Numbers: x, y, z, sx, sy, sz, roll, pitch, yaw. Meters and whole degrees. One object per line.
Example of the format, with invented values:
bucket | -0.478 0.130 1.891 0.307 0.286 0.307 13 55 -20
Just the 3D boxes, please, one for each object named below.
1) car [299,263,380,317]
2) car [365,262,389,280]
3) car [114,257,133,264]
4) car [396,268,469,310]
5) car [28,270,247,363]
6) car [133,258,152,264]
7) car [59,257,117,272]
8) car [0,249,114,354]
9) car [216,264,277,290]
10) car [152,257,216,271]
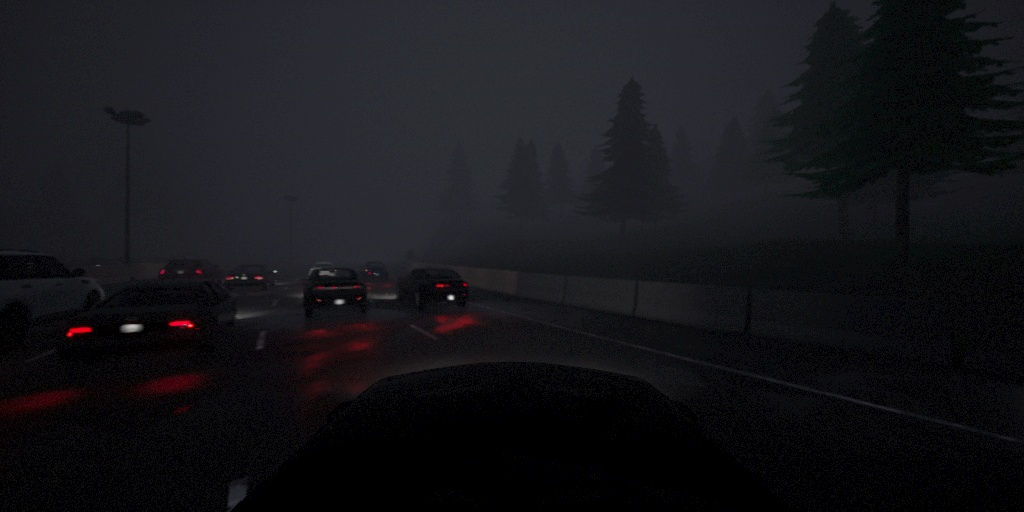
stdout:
car | -6.485 1.176 13.020 2.128 1.511 4.902 0 0 -31
car | -10.908 1.155 28.382 1.812 1.442 4.674 0 0 -26
car | -42.021 0.879 38.586 1.837 1.490 4.892 0 0 -20
car | -3.351 1.210 14.585 1.837 1.490 4.892 0 0 -31
car | -7.609 1.230 8.084 2.033 1.411 5.357 0 0 -32
car | -38.617 0.877 39.477 1.882 1.535 5.008 0 0 -20
car | -45.824 0.848 38.892 1.837 1.490 4.892 0 0 -19
car | -11.594 0.872 7.903 2.150 2.045 5.566 0 0 -31
car | -14.795 1.158 20.501 2.033 1.411 5.357 0 0 -27
car | -19.372 0.924 21.843 2.097 1.767 4.553 0 0 -27
